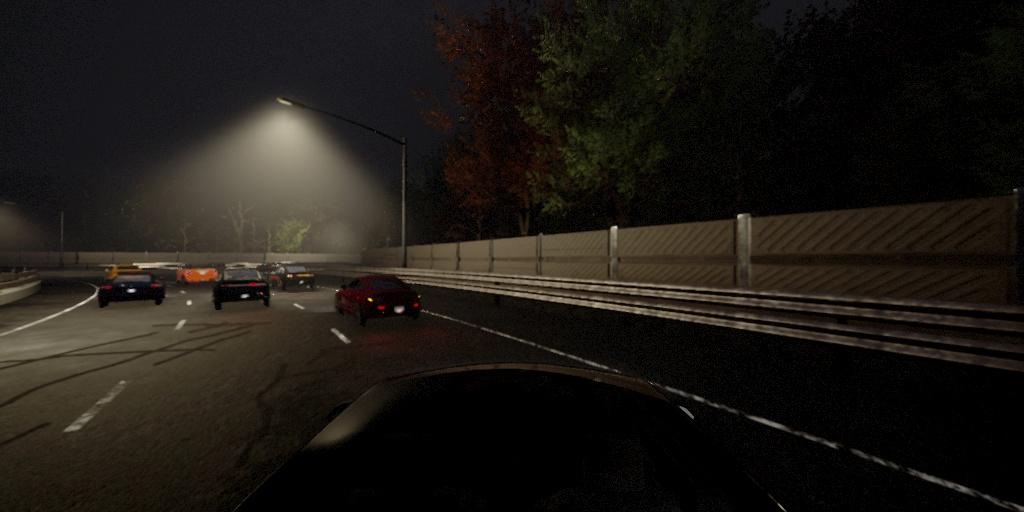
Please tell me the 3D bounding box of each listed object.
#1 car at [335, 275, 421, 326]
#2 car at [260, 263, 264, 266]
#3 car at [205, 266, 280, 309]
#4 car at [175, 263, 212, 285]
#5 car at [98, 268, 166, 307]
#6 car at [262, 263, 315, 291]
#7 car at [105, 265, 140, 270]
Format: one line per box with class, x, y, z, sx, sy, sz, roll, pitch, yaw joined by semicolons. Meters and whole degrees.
car;-4.634;1.368;12.178;1.812;1.442;4.674;0;0;-37
car;-35.171;1.746;51.650;1.994;1.385;4.181;0;-1;-21
car;-11.964;1.362;15.774;2.128;1.511;4.902;1;-1;-41
car;-25.115;1.331;28.569;4.553;1.767;2.097;0;-1;40
car;-17.299;1.438;16.478;1.994;1.385;4.181;1;-1;-43
car;-14.679;1.434;23.836;2.128;1.511;4.902;1;-1;-45
car;-31.213;1.456;28.923;5.008;1.535;1.882;0;-1;37
